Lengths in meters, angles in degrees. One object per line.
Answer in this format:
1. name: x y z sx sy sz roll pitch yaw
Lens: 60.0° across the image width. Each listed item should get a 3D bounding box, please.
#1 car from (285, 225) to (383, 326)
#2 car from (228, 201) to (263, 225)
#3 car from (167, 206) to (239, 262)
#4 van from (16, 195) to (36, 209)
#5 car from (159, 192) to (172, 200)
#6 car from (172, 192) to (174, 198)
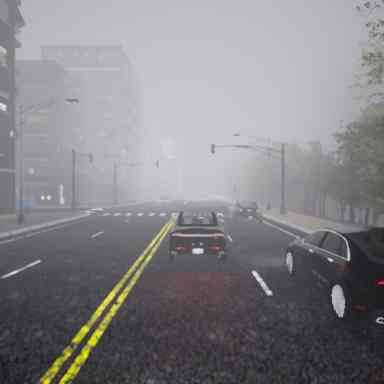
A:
1. car: 3.395 1.456 7.007 1.837 1.490 4.892 0 1 0
2. car: 3.518 1.332 22.594 2.128 1.511 4.902 0 0 0
3. car: 0.183 1.408 11.703 2.128 1.511 4.902 0 1 0
4. van: -22.413 1.296 43.115 3.998 1.788 1.690 -1 1 0
5. car: -5.970 1.113 71.783 1.895 1.301 4.718 0 0 0
6. car: -5.853 0.766 87.451 2.097 1.767 4.553 0 0 0
